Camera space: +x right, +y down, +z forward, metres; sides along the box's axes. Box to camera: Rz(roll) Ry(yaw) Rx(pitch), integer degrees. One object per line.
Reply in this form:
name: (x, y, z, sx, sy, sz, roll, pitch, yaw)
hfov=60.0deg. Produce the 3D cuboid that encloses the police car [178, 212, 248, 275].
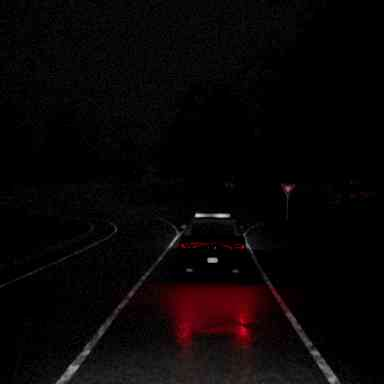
police car: (0.670, 1.476, 10.850, 1.930, 1.638, 5.238, 0, 0, 3)

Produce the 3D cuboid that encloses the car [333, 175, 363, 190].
car: (21.587, -1.371, 46.278, 2.150, 2.045, 5.566, 0, 5, -1)
